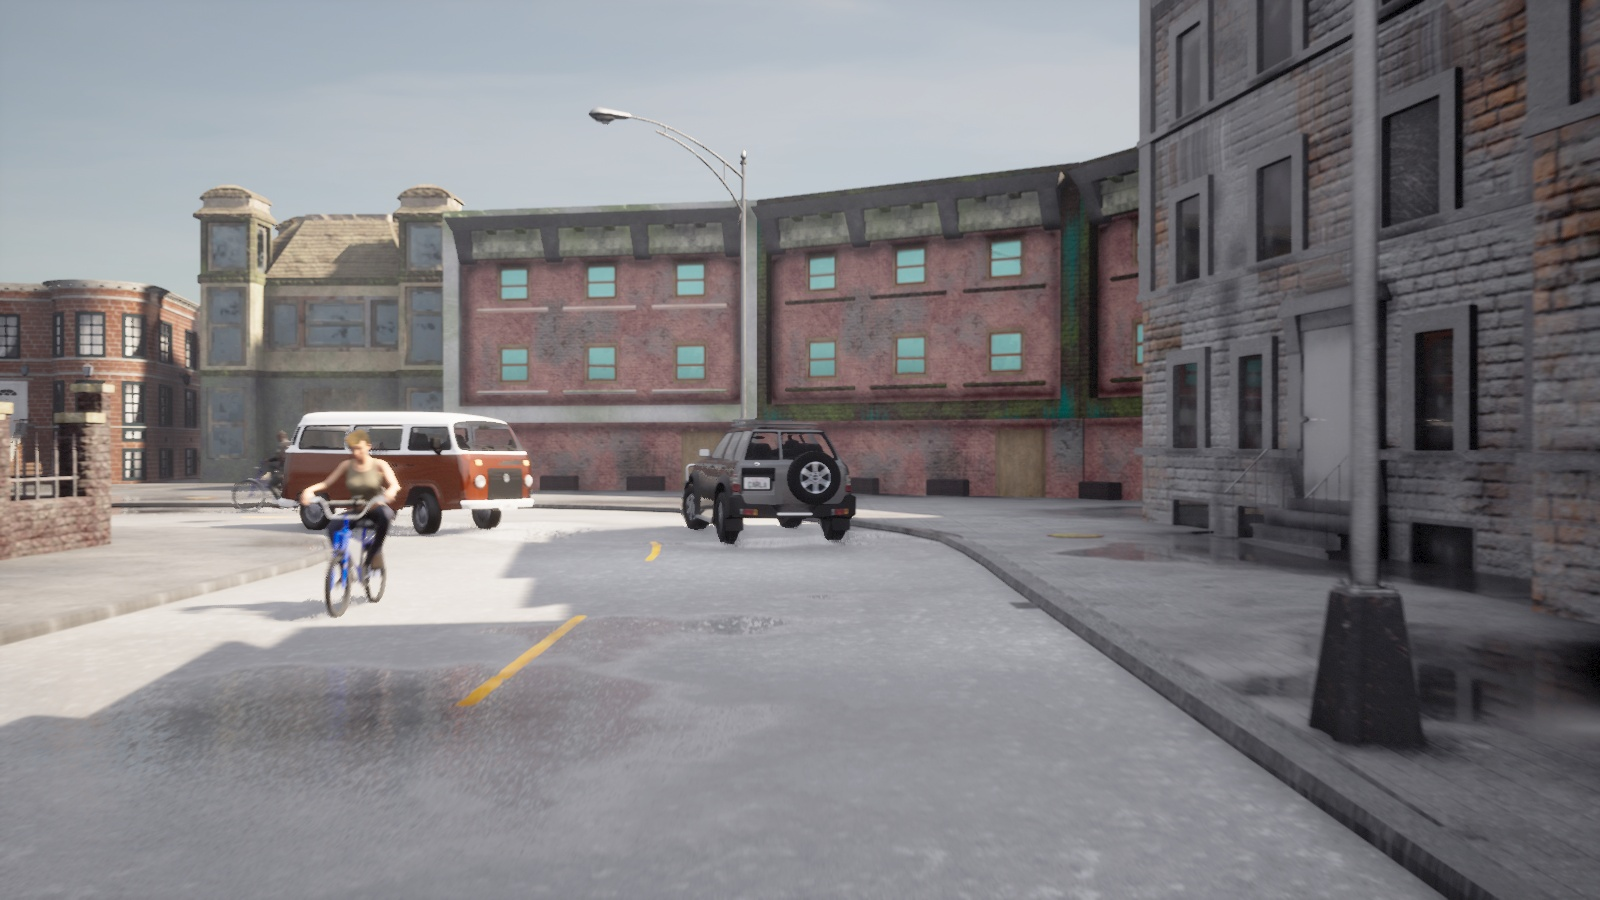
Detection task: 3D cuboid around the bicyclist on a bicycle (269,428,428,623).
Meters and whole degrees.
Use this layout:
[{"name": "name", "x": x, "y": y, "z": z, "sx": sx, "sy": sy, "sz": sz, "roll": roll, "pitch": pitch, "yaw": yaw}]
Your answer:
[{"name": "bicyclist on a bicycle", "x": -3.958, "y": 0.617, "z": 11.144, "sx": 0.866, "sy": 1.612, "sz": 1.509, "roll": 0, "pitch": 0, "yaw": 0}]

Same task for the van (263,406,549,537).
[{"name": "van", "x": -6.755, "y": 0.344, "z": 21.507, "sx": 4.480, "sy": 2.038, "sz": 2.069, "roll": 0, "pitch": -1, "yaw": 27}]

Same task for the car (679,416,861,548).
[{"name": "car", "x": -0.624, "y": 0.451, "z": 20.094, "sx": 1.932, "sy": 1.855, "sz": 4.605, "roll": 1, "pitch": 0, "yaw": -14}]

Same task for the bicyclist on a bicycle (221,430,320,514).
[{"name": "bicyclist on a bicycle", "x": -11.323, "y": 0.457, "z": 26.880, "sx": 1.843, "sy": 1.776, "sz": 0.659, "roll": 0, "pitch": 1, "yaw": 5}]
